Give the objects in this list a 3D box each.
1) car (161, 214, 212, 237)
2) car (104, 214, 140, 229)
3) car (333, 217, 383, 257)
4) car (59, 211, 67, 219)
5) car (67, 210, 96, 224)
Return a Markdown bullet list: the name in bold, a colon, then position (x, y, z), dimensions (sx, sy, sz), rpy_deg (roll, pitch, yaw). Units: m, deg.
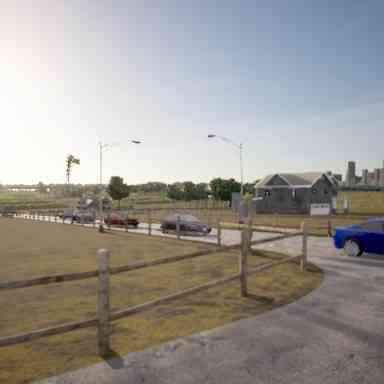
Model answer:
- **car**: position (-0.520, 2.301, 23.731), dimensions (1.812, 1.442, 4.674), rpy_deg (0, -3, -36)
- **car**: position (-6.870, 2.815, 32.602), dimensions (1.895, 1.301, 4.718), rpy_deg (0, -3, -36)
- **car**: position (7.748, 1.689, 12.198), dimensions (1.882, 1.535, 5.008), rpy_deg (0, -3, -36)
- **car**: position (-22.072, 4.067, 58.876), dimensions (1.994, 1.385, 4.181), rpy_deg (0, -3, -36)
- **car**: position (-13.870, 3.067, 42.419), dimensions (2.097, 1.767, 4.553), rpy_deg (0, -3, -35)
